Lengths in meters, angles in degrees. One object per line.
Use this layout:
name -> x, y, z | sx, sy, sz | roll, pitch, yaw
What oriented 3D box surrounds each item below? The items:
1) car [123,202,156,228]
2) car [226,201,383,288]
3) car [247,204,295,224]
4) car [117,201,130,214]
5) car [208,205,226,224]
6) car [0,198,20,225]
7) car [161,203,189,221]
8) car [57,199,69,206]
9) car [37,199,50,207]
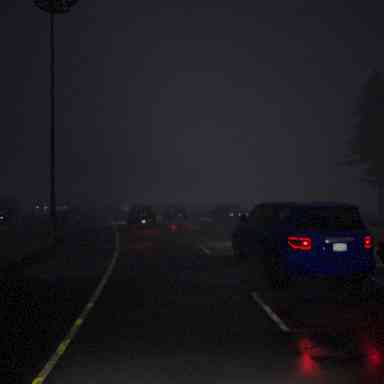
car -> -3.676, 1.679, 23.618 | 1.837, 1.490, 4.892 | 0, -1, -14
car -> 2.774, 1.268, 9.635 | 2.150, 2.045, 5.566 | 0, 0, -7
car -> 6.291, 1.738, 27.096 | 1.895, 1.301, 4.718 | 0, 0, -14
car -> -8.123, 1.838, 40.561 | 1.812, 1.442, 4.674 | 0, 0, -15
car -> 2.837, 1.702, 26.568 | 2.033, 1.411, 5.357 | 0, 0, -15
car -> -15.493, 1.491, 26.709 | 2.150, 2.045, 5.566 | 0, -1, -15
car -> -1.565, 1.727, 29.524 | 1.812, 1.442, 4.674 | 0, 0, -14
car -> -26.552, 2.111, 68.469 | 2.128, 1.511, 4.902 | 0, 0, -15
car -> -29.522, 2.103, 66.025 | 1.837, 1.490, 4.892 | 0, 0, -15
